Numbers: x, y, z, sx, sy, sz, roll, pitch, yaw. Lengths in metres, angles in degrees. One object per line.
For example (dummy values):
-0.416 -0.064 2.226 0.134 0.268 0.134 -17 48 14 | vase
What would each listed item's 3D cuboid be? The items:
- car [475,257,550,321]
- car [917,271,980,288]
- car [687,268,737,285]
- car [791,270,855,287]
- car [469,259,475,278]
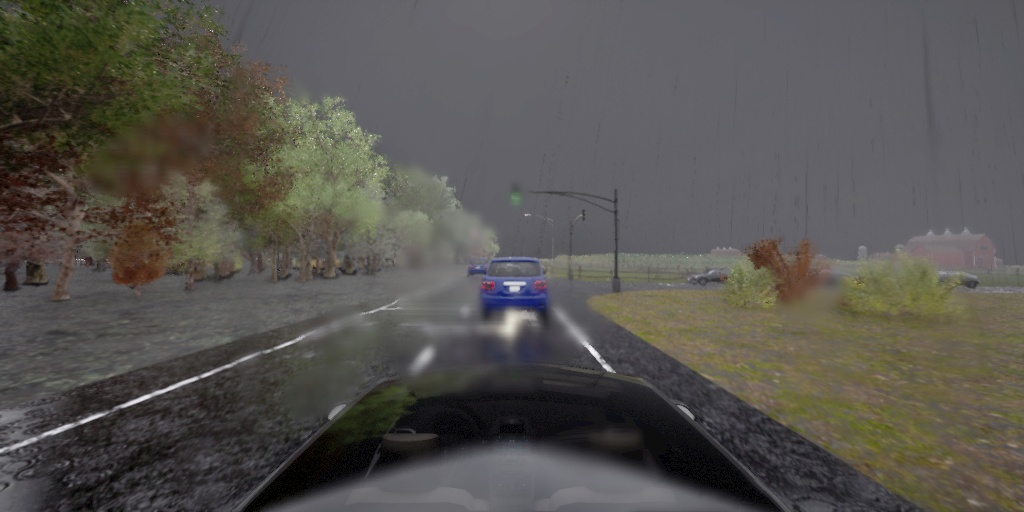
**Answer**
0.153 1.078 13.137 2.150 2.045 5.566 0 -1 2 | car
37.369 2.007 30.987 4.674 1.442 1.812 1 -1 0 | car
17.658 1.793 31.087 4.674 1.442 1.812 1 -1 1 | car
26.852 1.892 31.022 4.674 1.442 1.812 1 -1 0 | car
-3.453 1.320 39.550 2.150 2.045 5.566 0 -1 0 | car
